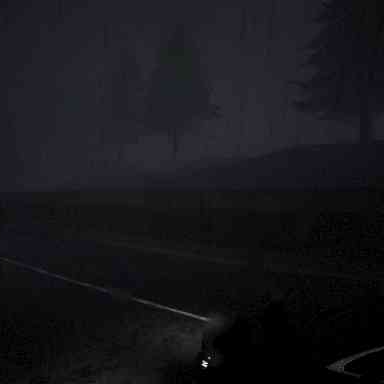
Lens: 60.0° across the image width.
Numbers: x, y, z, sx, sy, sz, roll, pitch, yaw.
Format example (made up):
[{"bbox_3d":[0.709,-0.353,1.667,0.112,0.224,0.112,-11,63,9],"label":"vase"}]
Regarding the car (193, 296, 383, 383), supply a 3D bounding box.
[{"bbox_3d":[2.263,1.506,2.428,4.892,1.490,1.837,0,0,36],"label":"car"}]
